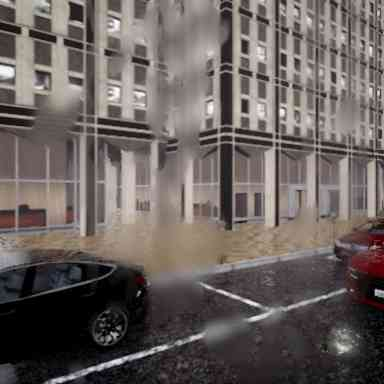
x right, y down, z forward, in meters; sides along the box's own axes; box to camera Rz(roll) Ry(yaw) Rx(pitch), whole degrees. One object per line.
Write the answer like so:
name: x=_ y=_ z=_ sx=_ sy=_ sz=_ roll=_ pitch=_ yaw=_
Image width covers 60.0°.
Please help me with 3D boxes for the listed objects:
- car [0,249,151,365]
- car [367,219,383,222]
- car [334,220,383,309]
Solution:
car: x=-2.664 y=1.566 z=4.660 sx=4.313 sy=1.339 sz=1.947 roll=0 pitch=0 yaw=-35
car: x=6.535 y=1.581 z=11.217 sx=4.206 sy=1.307 sz=1.802 roll=0 pitch=0 yaw=-35
car: x=5.293 y=1.477 z=7.151 sx=5.008 sy=1.535 sz=1.882 roll=0 pitch=0 yaw=-35
